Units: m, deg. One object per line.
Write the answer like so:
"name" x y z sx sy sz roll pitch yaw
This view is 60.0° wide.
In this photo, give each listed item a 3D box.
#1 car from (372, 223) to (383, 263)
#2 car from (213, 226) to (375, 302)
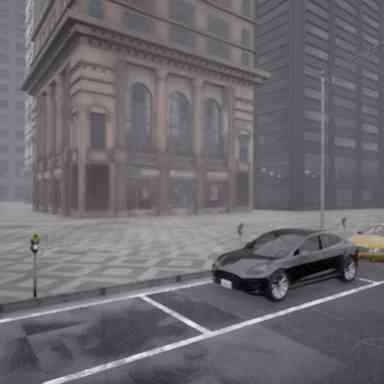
"car" 6.968 1.649 11.632 4.829 1.417 1.752 1 -1 -36
"car" 2.516 1.634 8.452 4.313 1.339 1.947 1 -1 -36
